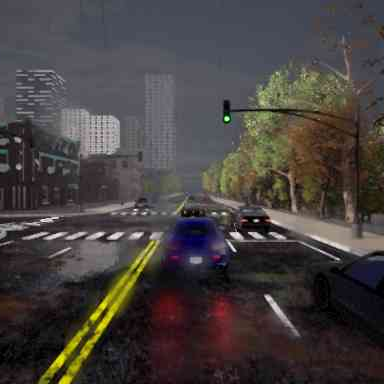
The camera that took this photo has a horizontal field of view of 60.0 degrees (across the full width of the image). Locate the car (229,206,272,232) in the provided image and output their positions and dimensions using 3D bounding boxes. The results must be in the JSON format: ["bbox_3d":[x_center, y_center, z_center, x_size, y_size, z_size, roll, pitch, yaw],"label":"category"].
[{"bbox_3d":[3.347,1.535,19.827,2.033,1.411,5.357,0,0,0],"label":"car"}]

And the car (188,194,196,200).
[{"bbox_3d":[-0.012,1.305,82.241,2.033,1.411,5.357,0,0,0],"label":"car"}]

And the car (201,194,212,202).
[{"bbox_3d":[3.239,1.488,72.239,1.994,1.385,4.181,0,0,0],"label":"car"}]

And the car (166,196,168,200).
[{"bbox_3d":[-6.509,1.449,75.799,1.812,1.442,4.674,0,0,0],"label":"car"}]

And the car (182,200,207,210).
[{"bbox_3d":[0.097,1.582,27.480,1.895,1.301,4.718,0,0,0],"label":"car"}]

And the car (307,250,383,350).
[{"bbox_3d":[3.349,1.545,4.636,2.033,1.411,5.357,0,0,0],"label":"car"}]

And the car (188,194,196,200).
[{"bbox_3d":[-0.012,1.435,71.822,1.837,1.490,4.892,0,0,0],"label":"car"}]

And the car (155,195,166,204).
[{"bbox_3d":[-6.545,1.305,60.752,2.097,1.767,4.553,0,0,1],"label":"car"}]

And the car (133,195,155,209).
[{"bbox_3d":[-6.590,1.492,44.927,1.812,1.442,4.674,0,0,0],"label":"car"}]

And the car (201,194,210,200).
[{"bbox_3d":[3.238,1.305,82.242,2.033,1.411,5.357,0,0,0],"label":"car"}]

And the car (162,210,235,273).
[{"bbox_3d":[0.075,1.519,10.515,1.812,1.442,4.674,0,0,-1],"label":"car"}]
